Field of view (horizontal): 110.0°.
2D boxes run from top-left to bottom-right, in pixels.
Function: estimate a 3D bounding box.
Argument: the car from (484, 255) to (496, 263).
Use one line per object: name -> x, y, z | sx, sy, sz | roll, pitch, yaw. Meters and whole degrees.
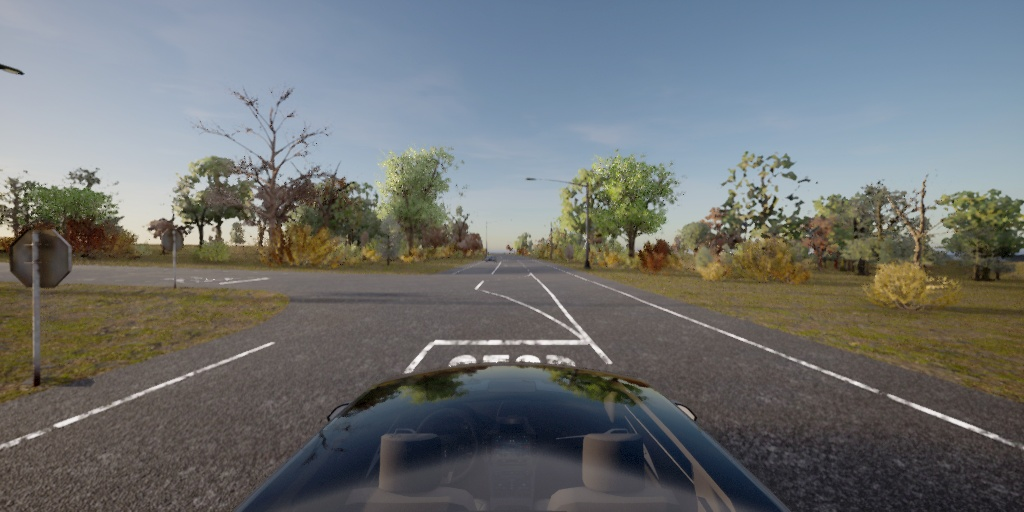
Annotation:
car -> -3.760, 0.474, 62.965 | 1.994, 1.385, 4.181 | 0, 1, -1
